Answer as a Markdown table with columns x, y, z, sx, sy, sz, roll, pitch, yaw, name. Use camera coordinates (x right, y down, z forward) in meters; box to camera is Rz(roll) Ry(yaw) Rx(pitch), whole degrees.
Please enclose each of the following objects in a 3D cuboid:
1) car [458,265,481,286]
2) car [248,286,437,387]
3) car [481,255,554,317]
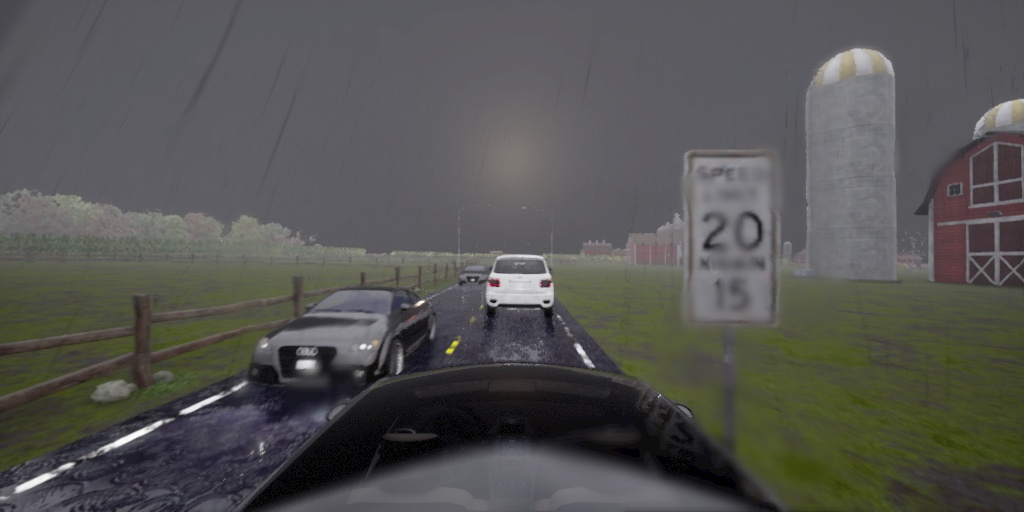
| x | y | z | sx | sy | sz | roll | pitch | yaw | name |
| --- | --- | --- | --- | --- | --- | --- | --- | --- | --- |
| -2.422 | 1.294 | 24.377 | 1.994 | 1.385 | 4.181 | 0 | 0 | 1 | car |
| -2.774 | 1.291 | 6.868 | 1.994 | 1.385 | 4.181 | 0 | 0 | 1 | car |
| 0.296 | 0.975 | 13.385 | 2.150 | 2.045 | 5.566 | 0 | 0 | 1 | car |
